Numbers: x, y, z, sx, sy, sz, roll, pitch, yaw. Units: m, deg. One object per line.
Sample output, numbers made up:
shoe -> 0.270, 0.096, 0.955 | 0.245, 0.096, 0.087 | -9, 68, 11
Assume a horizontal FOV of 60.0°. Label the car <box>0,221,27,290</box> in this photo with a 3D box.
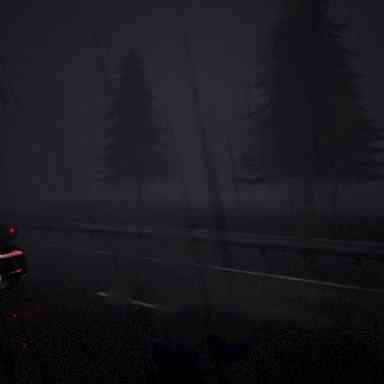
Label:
car -> -5.924, 1.543, 7.900 | 4.902, 1.511, 2.128 | -1, 0, 33
